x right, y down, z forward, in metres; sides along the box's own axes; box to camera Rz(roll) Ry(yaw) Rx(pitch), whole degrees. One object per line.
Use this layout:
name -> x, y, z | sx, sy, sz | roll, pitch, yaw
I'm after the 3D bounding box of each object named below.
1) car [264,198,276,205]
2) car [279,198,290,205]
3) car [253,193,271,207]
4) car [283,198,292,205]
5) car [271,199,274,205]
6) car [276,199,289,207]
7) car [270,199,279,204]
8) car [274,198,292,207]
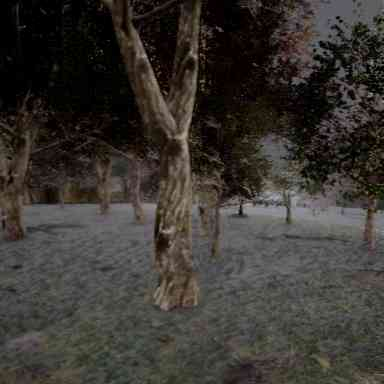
car -> 17.152, 2.186, 72.946 | 2.033, 1.411, 5.357 | 1, -1, 18
car -> 19.014, 1.985, 68.238 | 2.033, 1.411, 5.357 | 1, -1, 18
car -> 10.861, 1.279, 52.330 | 2.150, 2.045, 5.566 | 1, -1, 14
car -> 24.142, 2.447, 83.657 | 1.882, 1.535, 5.008 | 1, -1, 18
car -> 13.725, 1.864, 62.627 | 1.837, 1.490, 4.892 | 1, -1, 18
car -> 17.266, 2.012, 62.990 | 2.033, 1.411, 5.357 | 1, -1, 18
car -> 20.935, 2.473, 84.316 | 1.895, 1.301, 4.718 | 1, -1, 18
car -> 14.436, 1.763, 53.083 | 1.895, 1.301, 4.718 | 1, -1, 15
